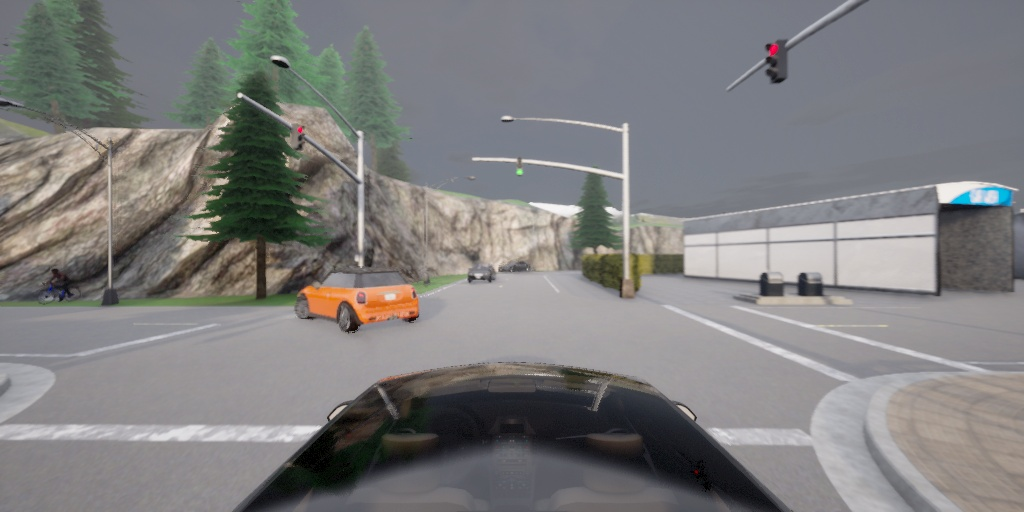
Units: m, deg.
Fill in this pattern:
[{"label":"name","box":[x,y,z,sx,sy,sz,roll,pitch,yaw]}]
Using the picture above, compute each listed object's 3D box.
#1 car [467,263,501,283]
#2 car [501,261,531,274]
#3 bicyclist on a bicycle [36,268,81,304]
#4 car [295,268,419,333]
[{"label":"car","box":[-2.350,1.313,28.872,2.128,1.511,4.902,0,0,3]},{"label":"car","box":[0.327,1.331,43.153,1.837,1.490,4.892,-3,-2,42]},{"label":"bicyclist on a bicycle","box":[-21.345,1.408,16.909,0.582,1.620,1.656,0,0,1]},{"label":"car","box":[-4.950,1.161,11.268,4.553,1.767,2.097,-1,0,41]}]
